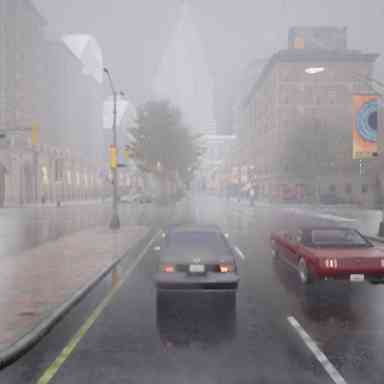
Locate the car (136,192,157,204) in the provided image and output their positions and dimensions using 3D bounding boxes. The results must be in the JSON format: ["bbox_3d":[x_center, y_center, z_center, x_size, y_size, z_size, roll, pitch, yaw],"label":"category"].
[{"bbox_3d":[-8.125,1.296,59.225,2.128,1.511,4.902,0,1,0],"label":"car"}]

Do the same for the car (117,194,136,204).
[{"bbox_3d":[-11.624,1.335,58.932,1.812,1.442,4.674,0,1,0],"label":"car"}]

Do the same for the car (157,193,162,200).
[{"bbox_3d":[-8.085,1.285,73.829,1.812,1.442,4.674,0,0,0],"label":"car"}]

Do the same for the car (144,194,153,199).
[{"bbox_3d":[-11.602,1.229,89.179,1.812,1.442,4.674,0,0,0],"label":"car"}]

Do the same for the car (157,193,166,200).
[{"bbox_3d":[-8.102,1.062,88.797,2.097,1.767,4.553,0,0,0],"label":"car"}]

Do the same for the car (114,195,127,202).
[{"bbox_3d":[-14.829,1.370,69.202,1.895,1.301,4.718,0,0,0],"label":"car"}]

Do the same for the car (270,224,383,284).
[{"bbox_3d":[3.590,1.570,9.441,1.895,1.301,4.718,0,0,0],"label":"car"}]

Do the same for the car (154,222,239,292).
[{"bbox_3d":[0.091,1.518,8.957,2.033,1.411,5.357,0,0,0],"label":"car"}]
